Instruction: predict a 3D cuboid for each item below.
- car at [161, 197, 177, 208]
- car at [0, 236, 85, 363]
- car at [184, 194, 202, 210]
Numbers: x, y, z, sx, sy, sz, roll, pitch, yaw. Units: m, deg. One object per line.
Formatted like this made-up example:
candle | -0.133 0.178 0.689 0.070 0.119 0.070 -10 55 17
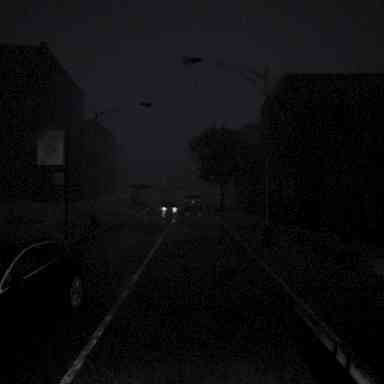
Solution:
car | -3.215 1.465 47.718 1.812 1.442 4.674 0 0 0
car | -3.099 1.498 4.966 2.128 1.511 4.902 0 0 0
car | 0.134 1.201 42.860 2.150 2.045 5.566 0 0 0
